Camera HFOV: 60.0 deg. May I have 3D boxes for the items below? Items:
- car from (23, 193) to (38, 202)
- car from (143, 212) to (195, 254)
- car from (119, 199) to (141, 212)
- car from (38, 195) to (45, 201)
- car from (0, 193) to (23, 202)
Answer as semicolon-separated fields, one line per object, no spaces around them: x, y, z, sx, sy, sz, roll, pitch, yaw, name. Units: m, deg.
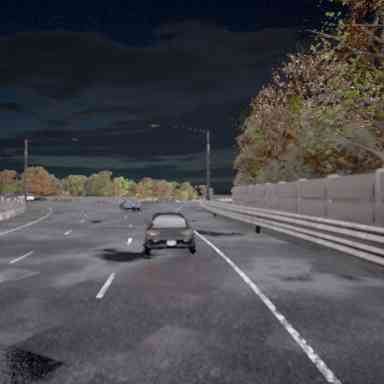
-41.369;1.385;82.736;5.566;2.045;2.150;0;0;39;car
-0.976;1.535;13.415;1.812;1.442;4.674;0;0;-7;car
-7.558;1.585;40.045;2.033;1.411;5.357;0;0;-21;car
-39.709;1.646;85.898;4.892;1.490;1.837;0;0;39;car
-43.818;1.383;80.211;5.566;2.045;2.150;0;0;39;car
